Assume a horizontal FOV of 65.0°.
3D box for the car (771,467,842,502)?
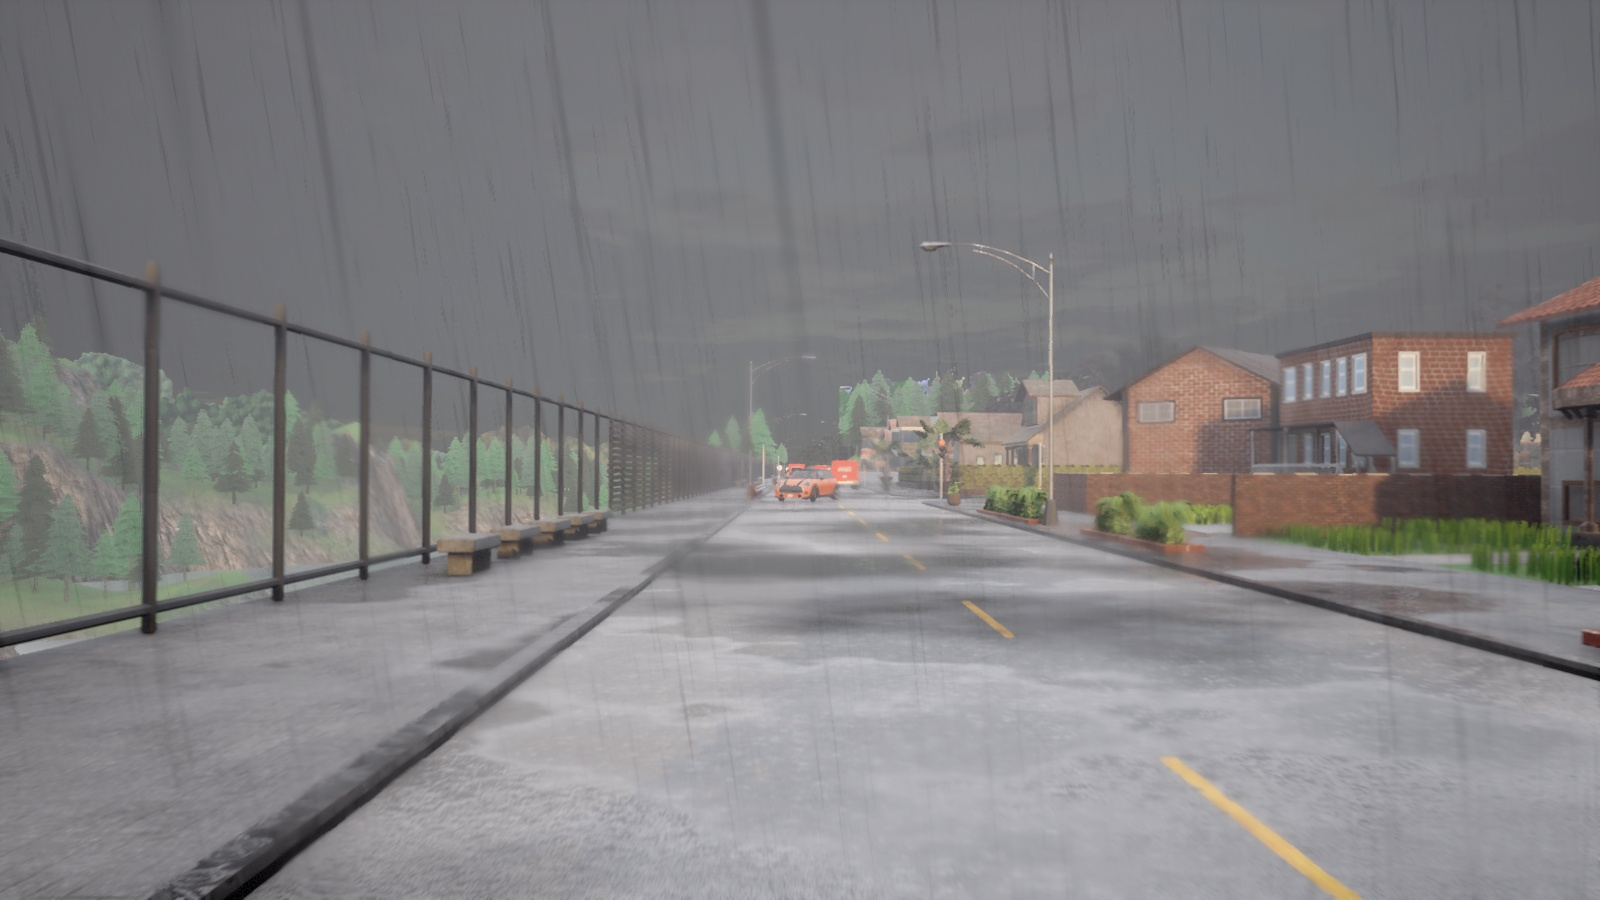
[{"bbox_3d":[0.382,1.771,65.677,2.097,1.767,4.553,-1,-1,23],"label":"car"}]
